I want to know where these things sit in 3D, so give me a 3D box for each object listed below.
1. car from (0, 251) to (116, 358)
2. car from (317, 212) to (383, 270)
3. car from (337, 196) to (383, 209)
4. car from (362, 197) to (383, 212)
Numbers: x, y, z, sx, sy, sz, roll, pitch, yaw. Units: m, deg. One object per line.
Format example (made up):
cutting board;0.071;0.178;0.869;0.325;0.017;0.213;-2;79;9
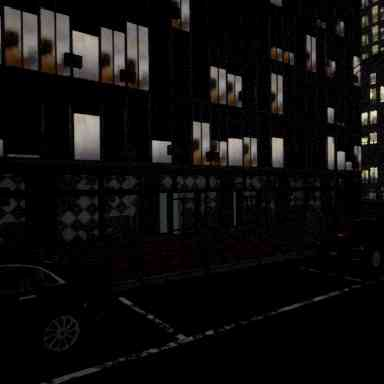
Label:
car;-3.230;1.551;4.398;4.403;1.369;2.008;0;-1;-36
car;5.942;1.541;10.979;4.507;1.381;1.887;0;-1;-36
car;20.525;1.272;40.839;1.752;1.417;4.829;-1;1;-35
car;18.027;1.440;34.332;1.994;1.385;4.181;-1;1;-35
